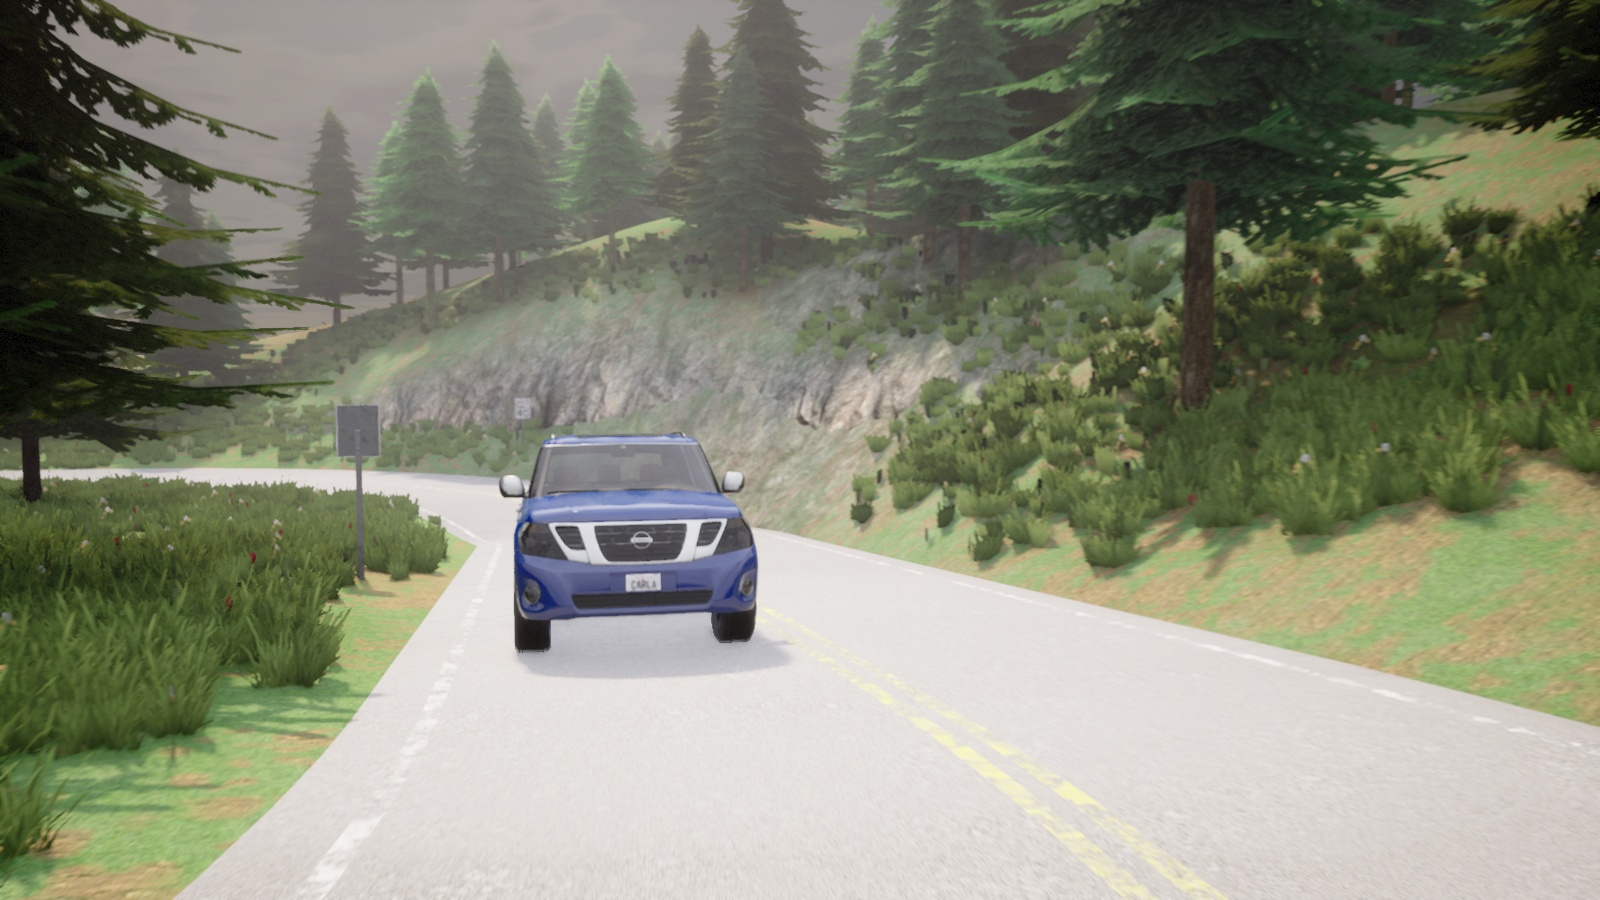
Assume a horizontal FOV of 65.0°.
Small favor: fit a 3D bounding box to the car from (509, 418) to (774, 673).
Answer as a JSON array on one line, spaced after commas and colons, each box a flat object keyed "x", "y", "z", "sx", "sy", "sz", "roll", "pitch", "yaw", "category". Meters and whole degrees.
[{"x": -1.888, "y": 0.834, "z": 13.196, "sx": 2.150, "sy": 2.045, "sz": 5.566, "roll": -1, "pitch": -1, "yaw": -12, "category": "car"}]
